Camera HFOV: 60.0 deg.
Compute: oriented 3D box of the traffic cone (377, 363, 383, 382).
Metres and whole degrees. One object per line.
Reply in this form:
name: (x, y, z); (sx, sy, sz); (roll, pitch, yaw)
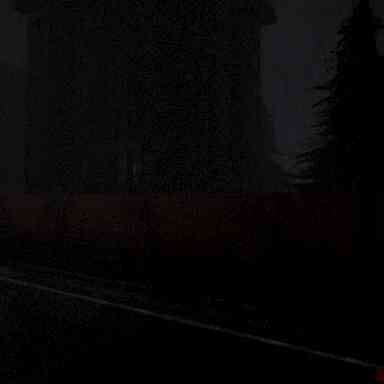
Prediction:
traffic cone: (2.042, 2.064, 3.405); (0.340, 0.580, 0.340); (0, -2, 32)
